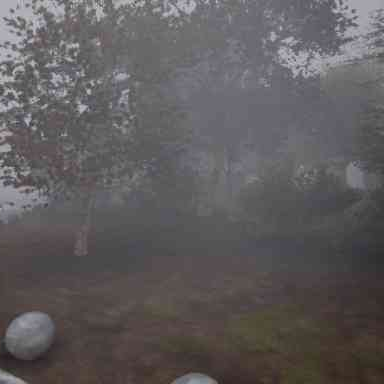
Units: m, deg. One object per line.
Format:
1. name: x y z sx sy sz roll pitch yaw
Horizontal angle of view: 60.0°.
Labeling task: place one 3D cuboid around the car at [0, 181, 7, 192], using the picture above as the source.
1. car: -30.696 -0.998 51.343 2.435 2.045 5.566 0 3 -3
